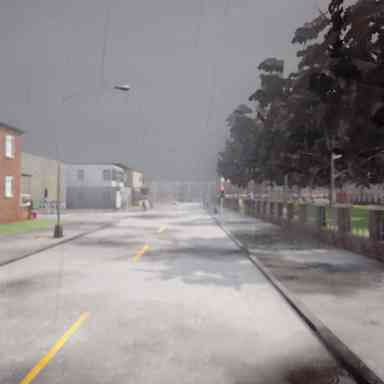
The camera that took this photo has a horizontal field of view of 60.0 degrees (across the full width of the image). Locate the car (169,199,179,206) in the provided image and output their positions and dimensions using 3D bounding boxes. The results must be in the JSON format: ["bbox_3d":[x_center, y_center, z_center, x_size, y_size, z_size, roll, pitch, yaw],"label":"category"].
[{"bbox_3d":[-4.035,2.384,75.057,2.097,1.767,4.553,0,-1,0],"label":"car"}]
